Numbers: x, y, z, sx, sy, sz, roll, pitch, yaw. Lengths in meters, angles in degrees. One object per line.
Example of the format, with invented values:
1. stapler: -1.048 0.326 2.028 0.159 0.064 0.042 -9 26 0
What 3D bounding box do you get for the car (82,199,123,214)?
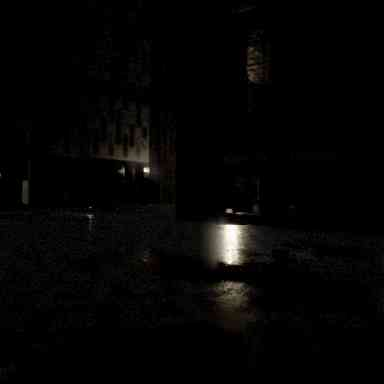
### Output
1. car: -9.893 1.545 37.010 1.837 1.490 4.892 1 1 35
